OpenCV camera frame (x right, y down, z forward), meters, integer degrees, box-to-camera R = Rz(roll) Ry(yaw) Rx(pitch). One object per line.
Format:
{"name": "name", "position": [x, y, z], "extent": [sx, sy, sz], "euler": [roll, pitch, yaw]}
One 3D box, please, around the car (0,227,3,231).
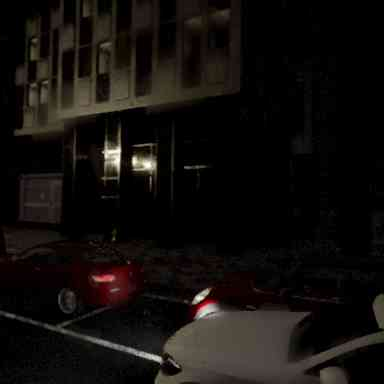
{"name": "car", "position": [-7.911, 1.437, 10.240], "extent": [5.009, 1.841, 2.192], "euler": [0, -2, 28]}

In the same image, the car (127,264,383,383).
{"name": "car", "position": [1.884, 1.655, 2.798], "extent": [4.674, 1.442, 1.812], "euler": [0, -2, 28]}

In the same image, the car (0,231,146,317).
{"name": "car", "position": [-2.993, 1.736, 7.561], "extent": [4.206, 1.307, 1.802], "euler": [0, -2, 28]}

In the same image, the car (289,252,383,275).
{"name": "car", "position": [1.934, 1.627, 4.894], "extent": [4.097, 1.590, 1.967], "euler": [0, -2, 28]}
